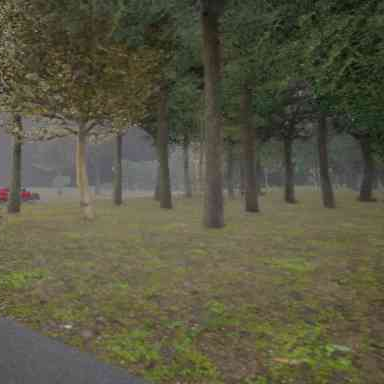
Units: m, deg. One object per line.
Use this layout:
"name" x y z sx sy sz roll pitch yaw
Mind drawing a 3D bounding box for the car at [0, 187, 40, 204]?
"car" -22.747 0.404 43.250 2.150 2.045 5.566 -2 0 34
